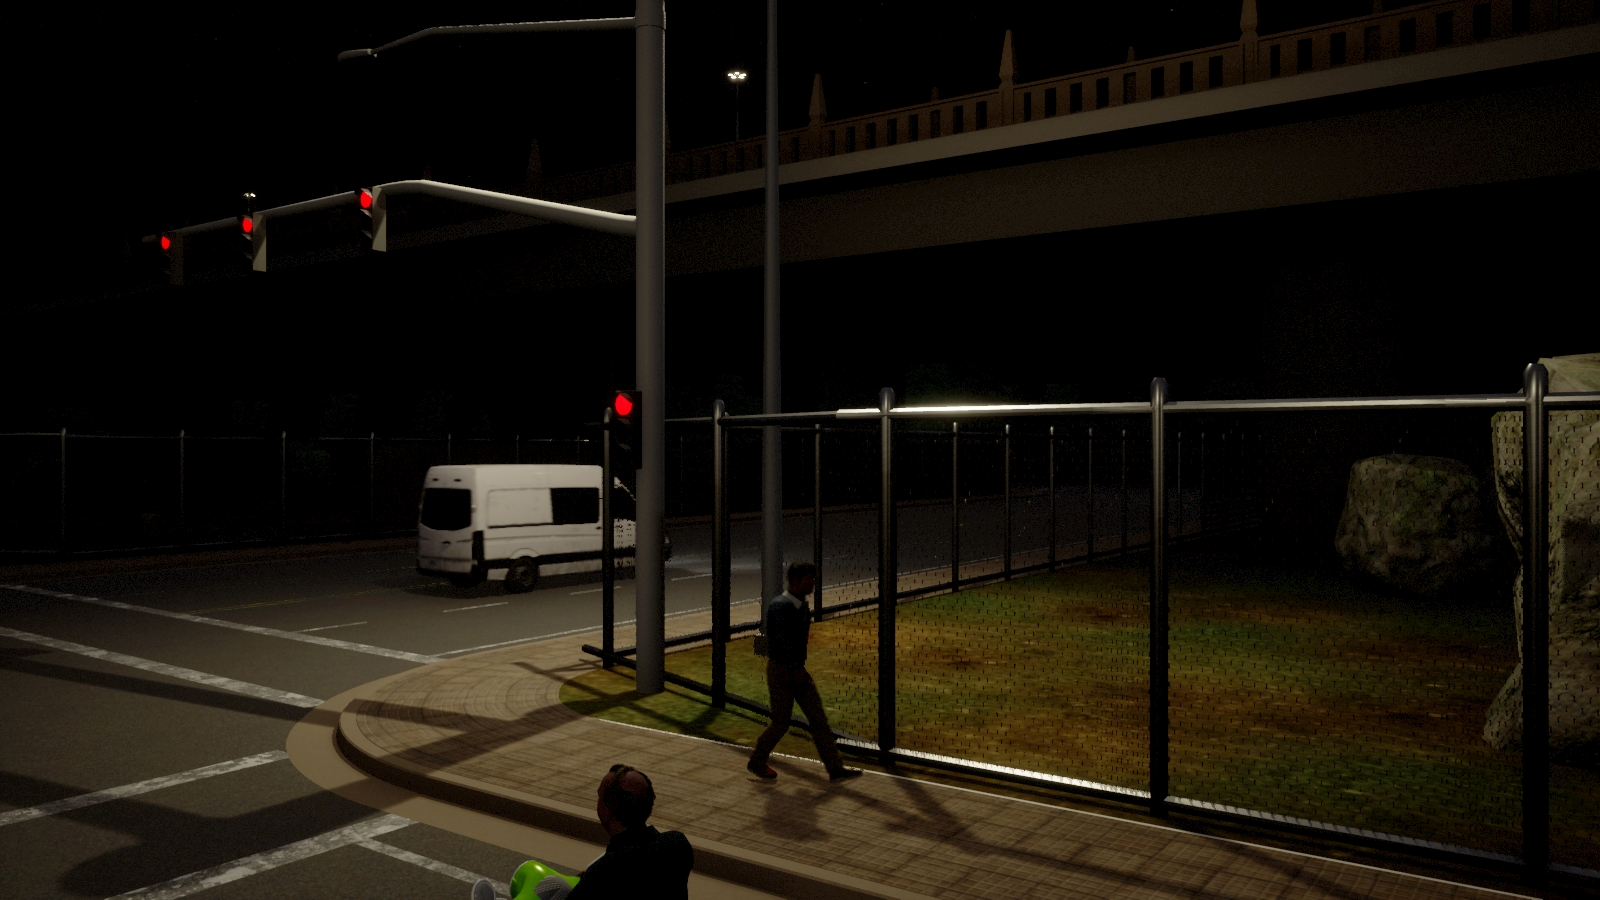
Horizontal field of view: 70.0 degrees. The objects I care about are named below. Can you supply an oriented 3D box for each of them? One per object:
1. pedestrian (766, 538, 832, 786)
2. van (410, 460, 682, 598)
[{"bbox_3d":[-0.006,1.643,9.014,0.375,1.860,0.375,0,0,31],"label":"pedestrian"},{"bbox_3d":[-5.262,1.534,24.680,1.988,2.561,5.915,0,0,36],"label":"van"}]
